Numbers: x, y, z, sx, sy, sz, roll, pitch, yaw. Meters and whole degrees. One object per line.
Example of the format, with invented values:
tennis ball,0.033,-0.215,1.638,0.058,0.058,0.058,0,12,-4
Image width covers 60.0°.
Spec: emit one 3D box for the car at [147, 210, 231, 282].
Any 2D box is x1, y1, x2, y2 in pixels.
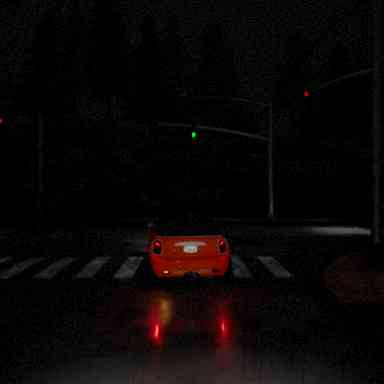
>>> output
car,-0.277,1.322,10.021,2.097,1.767,4.553,0,1,-7
